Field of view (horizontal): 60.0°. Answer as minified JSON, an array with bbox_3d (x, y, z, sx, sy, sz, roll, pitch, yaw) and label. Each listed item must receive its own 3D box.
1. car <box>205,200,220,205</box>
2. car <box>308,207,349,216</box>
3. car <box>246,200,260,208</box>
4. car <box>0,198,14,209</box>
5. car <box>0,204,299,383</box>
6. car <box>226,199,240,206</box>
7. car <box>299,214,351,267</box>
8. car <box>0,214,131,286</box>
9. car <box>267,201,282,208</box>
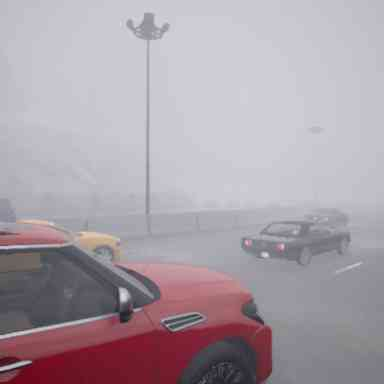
[{"bbox_3d":[3.485,2.012,56.746,1.895,1.301,4.718,0,0,16],"label":"car"},{"bbox_3d":[9.252,1.730,22.755,2.033,1.411,5.357,0,-1,38],"label":"car"},{"bbox_3d":[9.998,1.972,54.321,1.994,1.385,4.181,0,0,17],"label":"car"},{"bbox_3d":[-12.042,1.318,17.013,5.566,2.045,2.150,0,0,-37],"label":"car"},{"bbox_3d":[-1.790,1.240,2.717,5.566,2.045,2.150,0,0,-36],"label":"car"},{"bbox_3d":[7.053,1.964,56.422,2.033,1.411,5.357,0,0,16],"label":"car"},{"bbox_3d":[3.919,1.695,11.939,4.718,1.301,1.895,1,-1,-43],"label":"car"},{"bbox_3d":[-4.456,1.536,9.452,5.008,1.535,1.882,0,0,-37],"label":"car"},{"bbox_3d":[12.592,1.989,50.782,1.895,1.301,4.718,0,0,19],"label":"car"}]
